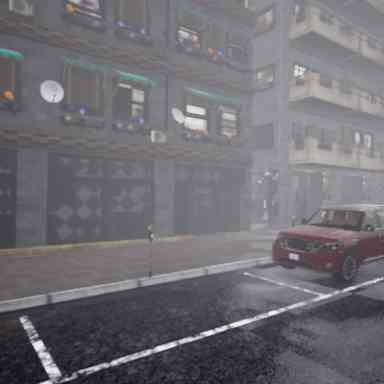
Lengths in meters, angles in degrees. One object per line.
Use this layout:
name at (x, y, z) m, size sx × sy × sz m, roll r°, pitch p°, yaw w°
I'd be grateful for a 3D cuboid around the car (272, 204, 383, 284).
car at (4.622, 1.309, 9.835) m, size 5.009 × 1.841 × 2.192 m, roll 0°, pitch 1°, yaw -35°
